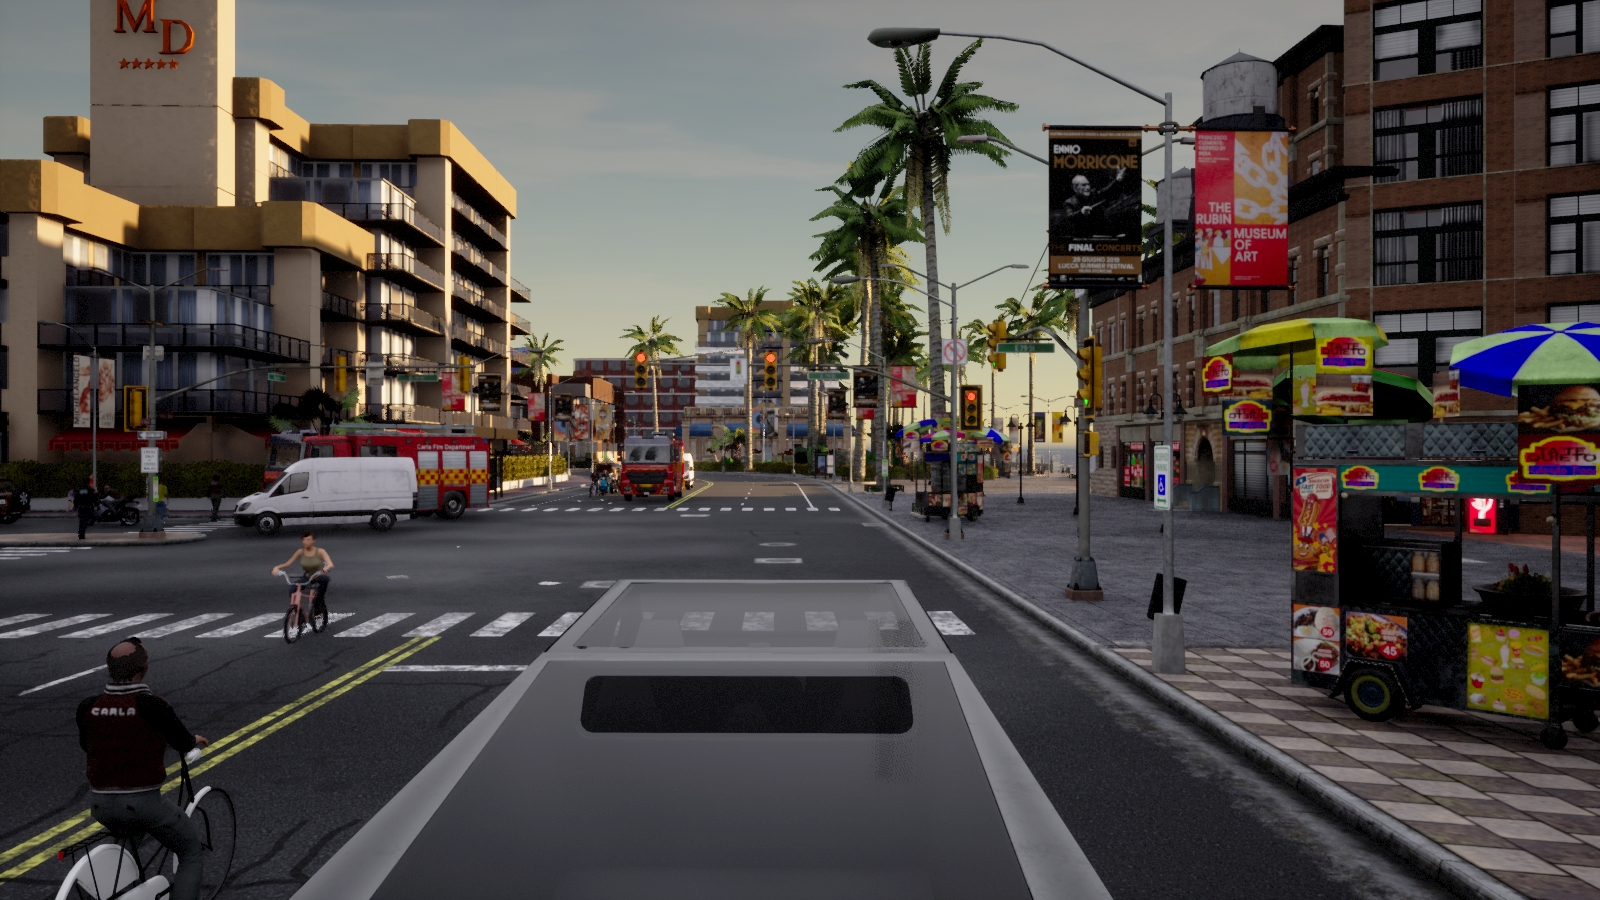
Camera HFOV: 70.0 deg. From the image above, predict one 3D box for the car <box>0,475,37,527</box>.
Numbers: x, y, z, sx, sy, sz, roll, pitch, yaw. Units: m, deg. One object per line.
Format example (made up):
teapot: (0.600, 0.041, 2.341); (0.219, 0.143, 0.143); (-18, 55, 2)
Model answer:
car: (-31.074, 1.864, 42.073); (4.605, 1.855, 1.932); (0, 0, -2)

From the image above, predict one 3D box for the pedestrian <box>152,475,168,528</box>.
pedestrian: (-23.009, 1.848, 41.054); (0.375, 1.860, 0.375); (0, 0, -2)

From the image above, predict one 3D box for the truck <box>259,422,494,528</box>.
truck: (-16.585, 0.890, 45.386); (2.891, 3.827, 8.468); (0, 0, 40)

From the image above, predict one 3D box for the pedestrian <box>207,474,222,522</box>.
pedestrian: (-22.597, 1.848, 44.120); (0.375, 1.860, 0.375); (0, 0, 6)

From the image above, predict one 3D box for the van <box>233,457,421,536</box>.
van: (-16.445, 1.534, 39.816); (5.915, 2.561, 1.988); (0, 0, -27)

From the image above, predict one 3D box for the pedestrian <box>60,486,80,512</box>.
pedestrian: (-30.869, 2.077, 48.310); (0.500, 1.100, 0.500); (0, 0, -1)

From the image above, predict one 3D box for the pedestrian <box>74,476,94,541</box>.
pedestrian: (-20.955, 1.704, 33.433); (0.375, 1.860, 0.375); (0, 0, -10)

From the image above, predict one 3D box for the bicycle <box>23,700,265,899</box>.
bicycle: (-3.625, 2.210, 6.485); (0.329, 1.171, 1.835); (0, 0, 0)

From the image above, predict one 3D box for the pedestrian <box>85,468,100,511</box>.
pedestrian: (-30.384, 1.696, 49.071); (0.375, 1.860, 0.375); (0, 0, 2)

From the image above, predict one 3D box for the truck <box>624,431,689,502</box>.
truck: (-8.113, 0.890, 65.657); (2.891, 3.827, 8.468); (0, 0, -1)

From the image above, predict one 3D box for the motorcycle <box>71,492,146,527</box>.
motorcycle: (-25.598, 2.205, 42.324); (2.209, 1.251, 0.867); (0, 0, -5)

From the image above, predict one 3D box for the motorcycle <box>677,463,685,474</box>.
motorcycle: (-14.189, 2.182, 136.549); (0.856, 1.236, 1.805); (0, 0, -1)

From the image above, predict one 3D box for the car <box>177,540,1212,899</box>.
car: (-0.214, 1.754, 5.773); (2.390, 2.098, 6.274); (0, 0, 1)
